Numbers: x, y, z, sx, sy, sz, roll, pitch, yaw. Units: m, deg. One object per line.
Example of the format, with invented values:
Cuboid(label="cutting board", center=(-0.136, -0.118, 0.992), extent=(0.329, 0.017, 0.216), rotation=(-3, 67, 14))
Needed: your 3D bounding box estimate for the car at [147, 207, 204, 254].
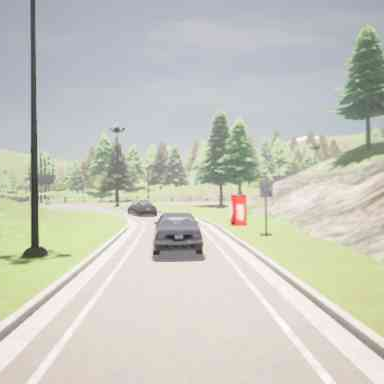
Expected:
Cuboid(label="car", center=(-0.608, 1.540, 13.530), extent=(2.033, 1.411, 5.357), rotation=(-1, 0, -4))

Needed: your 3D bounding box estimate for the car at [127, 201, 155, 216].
Cuboid(label="car", center=(-4.982, 1.578, 32.689), extent=(1.994, 1.385, 4.181), rotation=(0, 0, -27))

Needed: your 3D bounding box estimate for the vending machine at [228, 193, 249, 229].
Cuboid(label="vending machine", center=(2.870, 1.149, 20.562), extent=(1.100, 2.100, 0.880), rotation=(-1, 0, -5))
